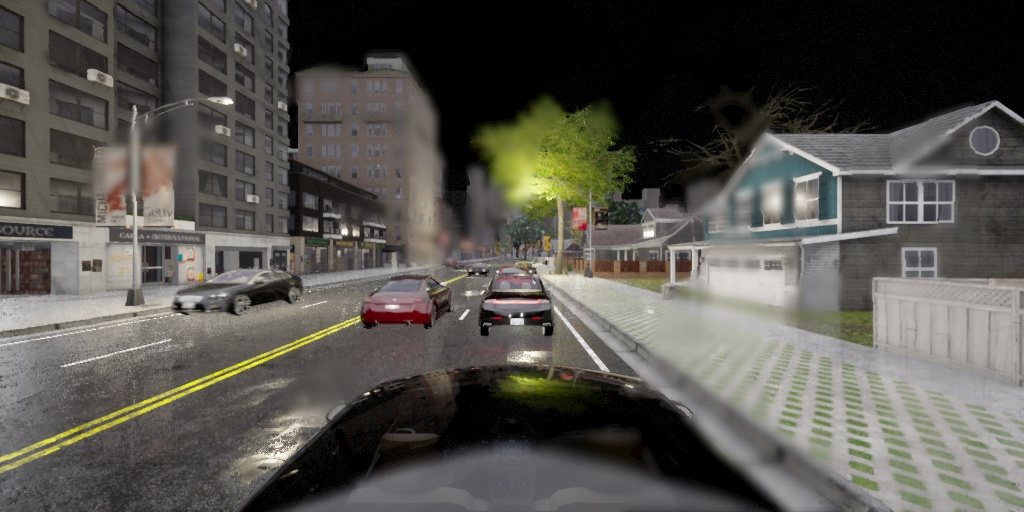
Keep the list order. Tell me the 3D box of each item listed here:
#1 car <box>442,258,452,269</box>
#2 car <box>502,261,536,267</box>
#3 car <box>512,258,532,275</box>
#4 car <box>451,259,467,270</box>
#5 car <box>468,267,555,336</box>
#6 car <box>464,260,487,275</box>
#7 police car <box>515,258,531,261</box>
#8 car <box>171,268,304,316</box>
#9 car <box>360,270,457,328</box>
[{"bbox_3d":[-9.783,1.167,57.115,1.882,1.535,5.008,0,0,0],"label":"car"},{"bbox_3d":[0.120,1.217,19.879,1.882,1.535,5.008,0,0,0],"label":"car"},{"bbox_3d":[1.015,1.065,39.468,2.097,1.767,4.553,0,0,0],"label":"car"},{"bbox_3d":[-6.549,1.265,48.633,1.994,1.385,4.181,0,0,0],"label":"car"},{"bbox_3d":[0.112,1.238,10.375,2.128,1.511,4.902,0,0,0],"label":"car"},{"bbox_3d":[-3.115,1.321,34.590,1.895,1.301,4.718,0,0,0],"label":"car"},{"bbox_3d":[1.005,1.153,29.608,1.930,1.638,5.238,0,0,0],"label":"police car"},{"bbox_3d":[-9.837,1.237,13.365,2.128,1.511,4.902,0,0,0],"label":"car"},{"bbox_3d":[-3.139,1.310,11.428,1.994,1.385,4.181,0,0,0],"label":"car"}]
